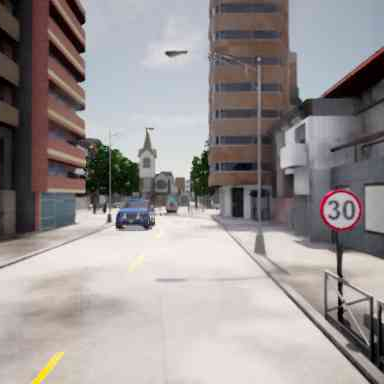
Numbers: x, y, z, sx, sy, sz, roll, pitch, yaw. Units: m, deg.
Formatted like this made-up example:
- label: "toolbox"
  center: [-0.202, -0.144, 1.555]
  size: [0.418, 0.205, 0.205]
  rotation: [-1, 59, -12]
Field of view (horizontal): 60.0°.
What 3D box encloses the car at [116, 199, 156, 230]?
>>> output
- label: "car"
  center: [-3.852, 1.530, 23.925]
  size: [2.150, 2.045, 5.566]
  rotation: [0, -1, 0]
